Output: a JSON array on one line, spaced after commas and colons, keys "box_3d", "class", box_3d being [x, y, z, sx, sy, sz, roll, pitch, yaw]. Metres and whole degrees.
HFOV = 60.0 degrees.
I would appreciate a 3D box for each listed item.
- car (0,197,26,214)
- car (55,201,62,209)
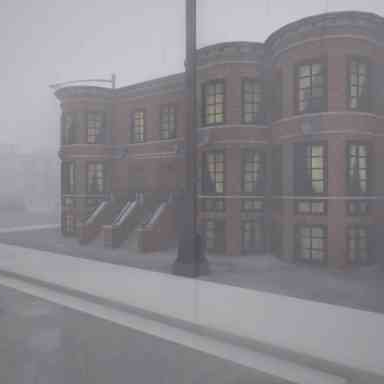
[{"box_3d": [-19.492, 1.352, 33.798, 2.097, 1.767, 4.553, 0, 0, 35], "class": "car"}, {"box_3d": [-15.973, 1.477, 44.755, 1.882, 1.535, 5.008, 0, 0, 36], "class": "car"}]
